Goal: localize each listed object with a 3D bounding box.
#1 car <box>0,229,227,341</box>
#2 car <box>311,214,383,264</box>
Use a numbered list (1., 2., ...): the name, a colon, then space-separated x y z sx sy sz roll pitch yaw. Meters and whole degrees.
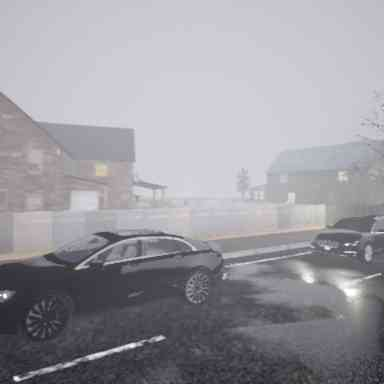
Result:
1. car: -1.525 1.534 6.642 4.902 1.511 2.128 1 -1 -36
2. car: 6.435 1.643 12.531 4.892 1.490 1.837 1 -1 -37
